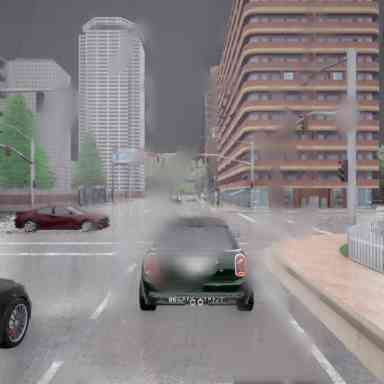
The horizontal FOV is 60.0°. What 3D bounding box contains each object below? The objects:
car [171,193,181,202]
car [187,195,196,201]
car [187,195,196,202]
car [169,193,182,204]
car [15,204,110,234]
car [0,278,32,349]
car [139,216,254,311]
[{"bbox_3d":[-3.634,1.219,76.075,2.150,2.045,5.566,0,0,0],"label":"car"},{"bbox_3d":[-0.150,1.506,85.332,2.128,1.511,4.902,0,0,0],"label":"car"},{"bbox_3d":[-0.134,1.518,76.332,1.812,1.442,4.674,0,0,0],"label":"car"},{"bbox_3d":[-3.517,1.491,66.074,2.128,1.511,4.902,0,0,0],"label":"car"},{"bbox_3d":[-7.184,1.460,18.663,5.008,1.535,1.882,0,0,0],"label":"car"},{"bbox_3d":[-3.431,1.526,3.305,1.812,1.442,4.674,0,0,0],"label":"car"},{"bbox_3d":[0.099,1.352,7.924,2.097,1.767,4.553,0,0,1],"label":"car"}]
